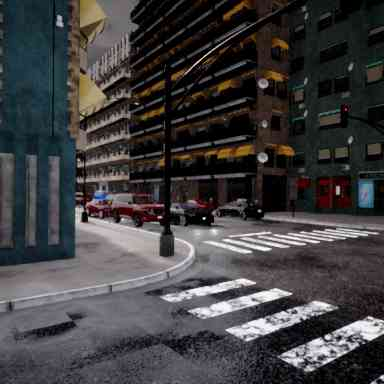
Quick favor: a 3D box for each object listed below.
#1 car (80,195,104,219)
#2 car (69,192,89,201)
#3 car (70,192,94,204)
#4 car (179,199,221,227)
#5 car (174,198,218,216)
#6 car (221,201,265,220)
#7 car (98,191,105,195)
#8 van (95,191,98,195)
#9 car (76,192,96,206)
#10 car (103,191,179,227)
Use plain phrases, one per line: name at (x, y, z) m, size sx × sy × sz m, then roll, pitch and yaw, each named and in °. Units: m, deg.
car at (-6.515, 1.183, 24.817) m, size 1.887 × 1.381 × 4.507 m, roll 2°, pitch 0°, yaw -36°
car at (-19.323, 0.769, 56.764) m, size 1.887 × 1.381 × 4.507 m, roll 2°, pitch 0°, yaw -36°
car at (-15.663, 0.823, 47.200) m, size 1.882 × 1.535 × 5.008 m, roll 1°, pitch 0°, yaw -36°
car at (-0.460, 1.321, 20.855) m, size 1.994 × 1.385 × 4.181 m, roll 1°, pitch 0°, yaw -36°
car at (0.292, 1.288, 29.704) m, size 1.802 × 1.307 × 4.206 m, roll 2°, pitch 0°, yaw -36°
car at (3.562, 1.353, 25.194) m, size 1.947 × 1.339 × 4.313 m, roll 2°, pitch 0°, yaw -36°
car at (-6.048, 0.971, 28.573) m, size 2.097 × 1.767 × 4.553 m, roll 1°, pitch 0°, yaw -36°
van at (-12.780, 0.726, 47.745) m, size 1.690 × 1.788 × 3.998 m, roll 2°, pitch 0°, yaw -36°
car at (-13.240, 0.920, 38.516) m, size 1.882 × 1.535 × 5.008 m, roll 1°, pitch 0°, yaw -36°
car at (-3.238, 1.034, 20.307) m, size 2.192 × 1.841 × 5.009 m, roll 2°, pitch 0°, yaw -36°
